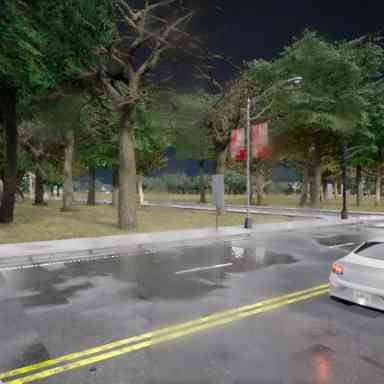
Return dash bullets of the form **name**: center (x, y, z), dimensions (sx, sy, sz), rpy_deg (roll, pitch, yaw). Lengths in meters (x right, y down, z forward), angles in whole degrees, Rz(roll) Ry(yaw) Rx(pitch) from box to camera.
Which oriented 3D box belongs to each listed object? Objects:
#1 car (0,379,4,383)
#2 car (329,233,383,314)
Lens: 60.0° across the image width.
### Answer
- **car**: center (-3.247, 1.526, 1.134), dimensions (4.674, 1.442, 1.812), rpy_deg (0, 0, -35)
- **car**: center (4.643, 1.526, 6.732), dimensions (4.674, 1.442, 1.812), rpy_deg (0, 0, -35)
